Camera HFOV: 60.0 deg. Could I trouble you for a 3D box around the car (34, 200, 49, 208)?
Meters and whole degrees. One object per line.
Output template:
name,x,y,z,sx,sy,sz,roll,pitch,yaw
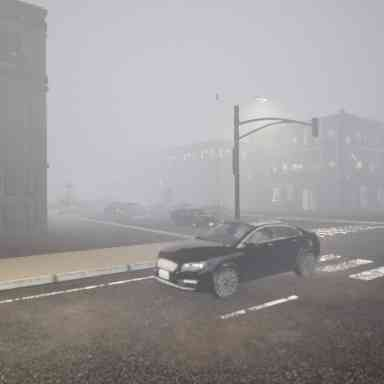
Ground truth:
car,-30.331,2.376,67.066,2.008,1.369,4.403,-1,0,-35

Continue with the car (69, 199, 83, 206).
car,-26.701,2.364,76.431,1.947,1.339,4.313,-1,0,-35

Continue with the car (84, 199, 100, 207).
car,-20.294,2.227,67.402,1.887,1.381,4.507,-1,0,-35

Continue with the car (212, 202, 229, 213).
car,2.130,1.809,35.805,2.008,1.369,4.403,-2,0,-35

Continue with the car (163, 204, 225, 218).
car,0.026,1.814,24.081,1.947,1.339,4.313,-1,0,-35

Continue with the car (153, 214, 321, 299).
car,1.361,1.490,8.577,4.902,1.511,2.128,0,0,-37

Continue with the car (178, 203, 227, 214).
car,0.440,1.858,28.195,1.895,1.301,4.718,-1,0,-35

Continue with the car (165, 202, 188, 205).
car,-1.073,1.904,40.319,1.802,1.307,4.206,-2,0,-35

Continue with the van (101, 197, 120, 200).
van,-13.892,1.907,58.374,1.690,1.788,3.998,-1,0,-35

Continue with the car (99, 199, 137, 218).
car,-7.909,1.846,35.467,1.967,1.590,4.097,-1,0,-35

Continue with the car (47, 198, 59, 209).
car,-23.825,2.232,57.898,1.752,1.417,4.829,-1,0,-35

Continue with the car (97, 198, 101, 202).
car,-17.096,1.940,62.888,2.192,1.841,5.009,-1,0,-35

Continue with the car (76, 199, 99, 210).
car,-17.292,2.148,53.355,2.033,1.411,5.357,-1,0,-35

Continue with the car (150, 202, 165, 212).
car,-4.276,1.966,44.833,1.802,1.307,4.206,-2,0,-35

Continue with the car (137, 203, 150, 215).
car,-7.034,1.930,38.741,1.812,1.442,4.674,-1,0,-35

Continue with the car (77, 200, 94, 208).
car,-20.193,2.194,62.816,1.812,1.442,4.674,-1,0,-35
